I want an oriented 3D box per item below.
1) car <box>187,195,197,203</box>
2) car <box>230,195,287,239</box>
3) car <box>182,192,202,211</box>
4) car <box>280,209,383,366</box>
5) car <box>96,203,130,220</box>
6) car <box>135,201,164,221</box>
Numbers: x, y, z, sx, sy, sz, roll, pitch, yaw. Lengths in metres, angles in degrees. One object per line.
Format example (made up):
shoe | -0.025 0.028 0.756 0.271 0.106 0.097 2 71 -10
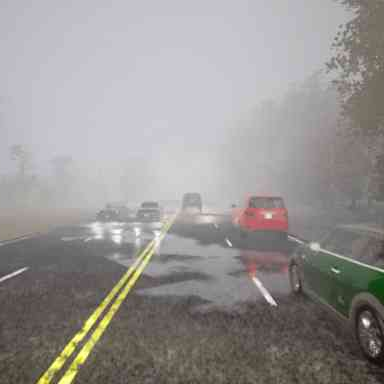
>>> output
car | -0.002 1.507 73.853 2.128 1.511 4.902 0 0 0
car | 3.264 1.179 16.873 2.150 2.045 5.566 1 -1 0
car | 0.015 1.057 38.903 2.150 2.045 5.566 1 0 0
car | 3.257 1.322 5.813 2.097 1.767 4.553 0 -1 0
car | -6.584 1.588 28.024 1.895 1.301 4.718 0 0 0
car | -3.329 1.493 26.740 1.837 1.490 4.892 0 0 0
